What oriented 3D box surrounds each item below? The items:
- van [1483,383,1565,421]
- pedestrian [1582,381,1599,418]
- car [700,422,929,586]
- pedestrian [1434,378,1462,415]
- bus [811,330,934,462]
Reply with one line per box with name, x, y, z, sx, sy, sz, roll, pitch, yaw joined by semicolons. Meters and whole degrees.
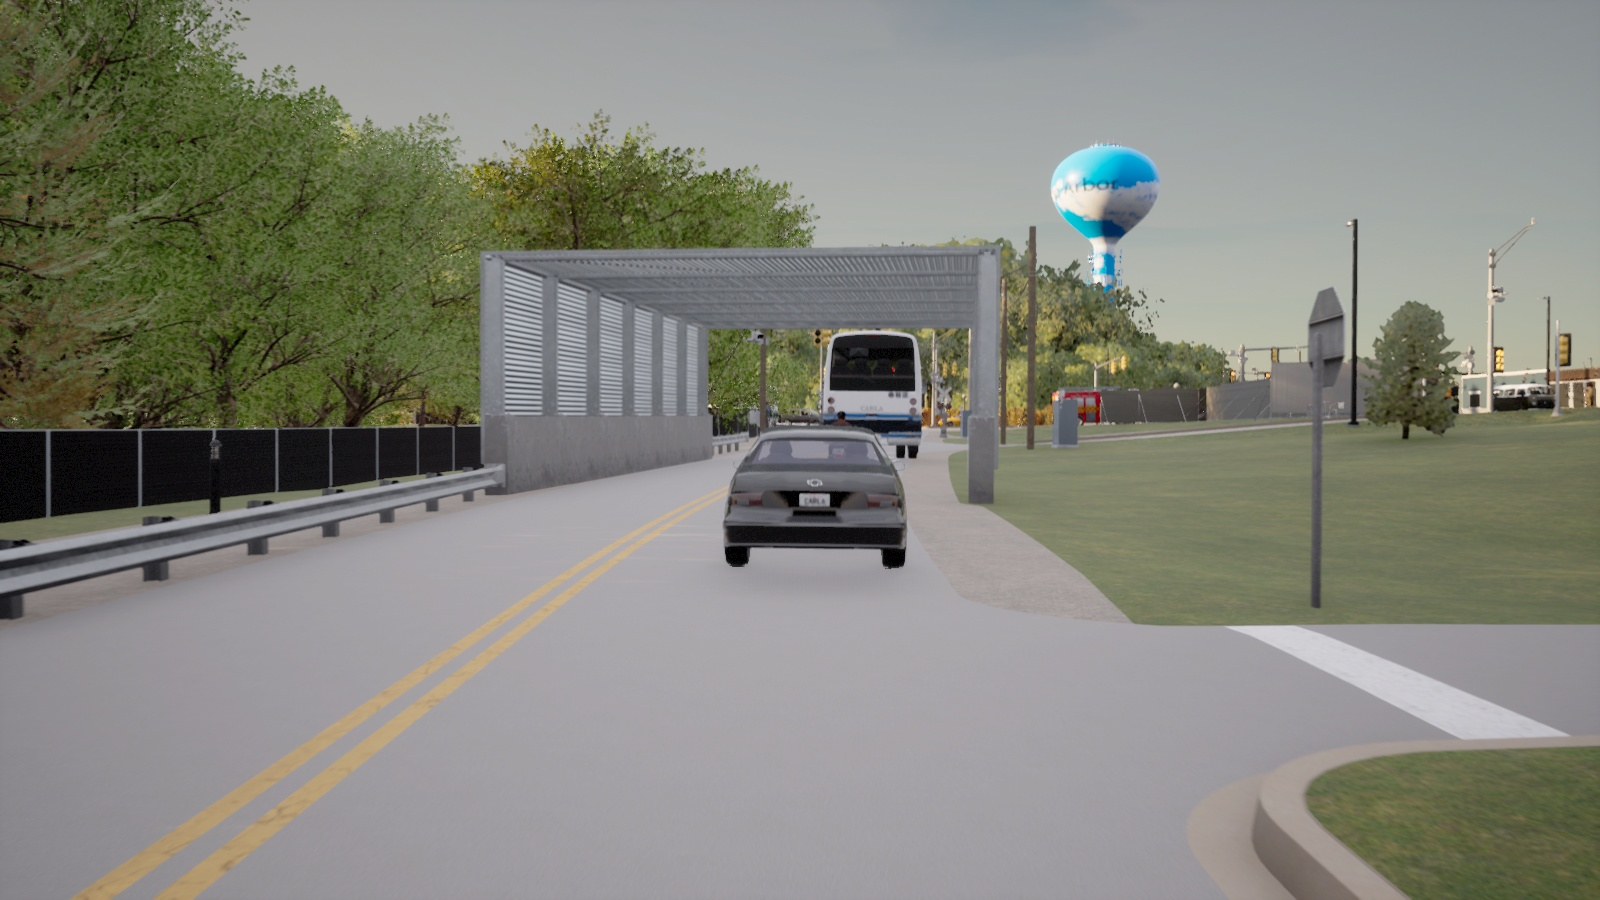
van;41.864;-2.756;72.732;2.069;2.038;4.480;1;0;-1
pedestrian;41.408;-2.634;65.727;0.692;1.930;0.396;1;0;3
car;0.195;0.420;13.893;2.033;1.411;5.357;1;2;1
pedestrian;32.926;-2.723;63.811;0.874;1.855;0.900;1;0;-5
bus;2.848;-1.927;46.069;3.944;4.253;10.273;1;2;5
